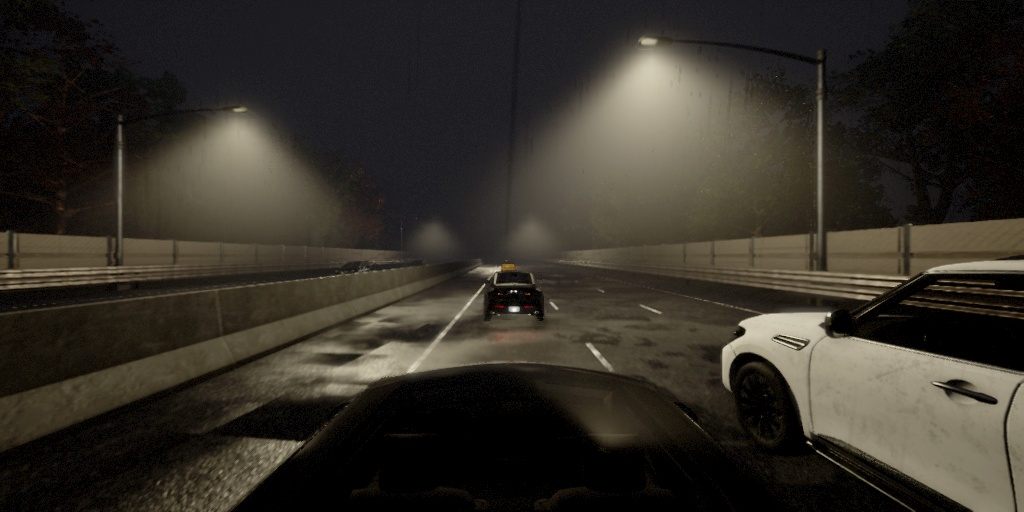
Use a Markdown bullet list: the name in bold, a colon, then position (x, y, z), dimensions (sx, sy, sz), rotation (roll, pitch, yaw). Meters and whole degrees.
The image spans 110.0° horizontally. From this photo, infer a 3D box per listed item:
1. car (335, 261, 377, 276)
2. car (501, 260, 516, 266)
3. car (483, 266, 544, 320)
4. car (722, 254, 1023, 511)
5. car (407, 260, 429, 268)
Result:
- **car**: position (-14.392, 1.265, 32.910), dimensions (1.837, 1.490, 4.892), rotation (0, 0, -1)
- **car**: position (-0.434, 1.222, 44.321), dimensions (1.801, 1.575, 5.366), rotation (0, 0, -1)
- **car**: position (0.054, 1.259, 12.561), dimensions (1.837, 1.490, 4.892), rotation (0, 0, 0)
- **car**: position (3.594, 0.971, 1.928), dimensions (2.150, 2.045, 5.566), rotation (0, 0, 0)
- **car**: position (-11.083, 1.268, 42.586), dimensions (1.837, 1.490, 4.892), rotation (0, 0, -1)
